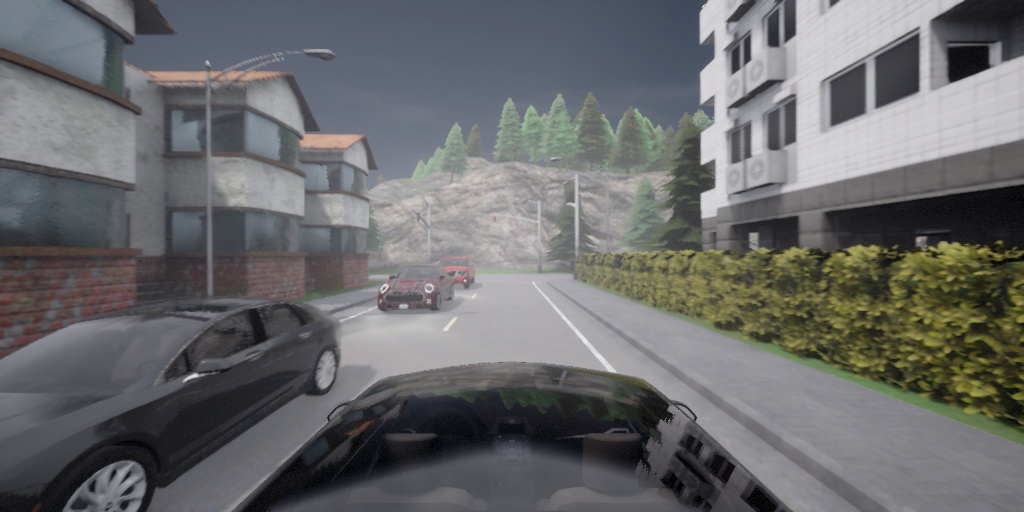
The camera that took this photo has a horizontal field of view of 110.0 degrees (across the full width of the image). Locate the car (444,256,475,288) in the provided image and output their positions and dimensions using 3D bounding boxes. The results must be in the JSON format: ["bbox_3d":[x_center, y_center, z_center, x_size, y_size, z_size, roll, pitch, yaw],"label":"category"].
[{"bbox_3d":[-3.692,1.021,23.699,2.150,2.045,5.566,0,0,-1],"label":"car"}]

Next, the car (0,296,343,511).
[{"bbox_3d":[-3.601,1.276,3.842,1.837,1.490,4.892,0,0,0],"label":"car"}]

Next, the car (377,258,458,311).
[{"bbox_3d":[-3.682,1.117,14.391,2.097,1.767,4.553,0,0,0],"label":"car"}]
